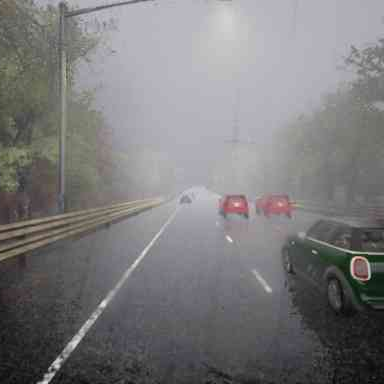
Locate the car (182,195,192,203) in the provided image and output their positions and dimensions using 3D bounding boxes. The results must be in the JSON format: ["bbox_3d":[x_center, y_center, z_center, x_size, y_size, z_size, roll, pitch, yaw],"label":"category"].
[{"bbox_3d":[-1.044,1.326,67.154,1.882,1.535,5.008,0,0,0],"label":"car"}]

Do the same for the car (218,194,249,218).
[{"bbox_3d":[3.604,1.155,29.457,2.150,2.045,5.566,0,0,0],"label":"car"}]

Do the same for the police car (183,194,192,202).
[{"bbox_3d":[-1.043,1.260,73.266,1.930,1.638,5.238,0,0,0],"label":"police car"}]

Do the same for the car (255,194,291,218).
[{"bbox_3d":[7.104,1.156,29.353,2.150,2.045,5.566,0,0,0],"label":"car"}]

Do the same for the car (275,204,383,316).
[{"bbox_3d":[3.600,1.335,7.614,2.097,1.767,4.553,0,0,0],"label":"car"}]

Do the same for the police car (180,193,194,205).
[{"bbox_3d":[-1.045,1.296,57.260,1.930,1.638,5.238,0,0,0],"label":"police car"}]
